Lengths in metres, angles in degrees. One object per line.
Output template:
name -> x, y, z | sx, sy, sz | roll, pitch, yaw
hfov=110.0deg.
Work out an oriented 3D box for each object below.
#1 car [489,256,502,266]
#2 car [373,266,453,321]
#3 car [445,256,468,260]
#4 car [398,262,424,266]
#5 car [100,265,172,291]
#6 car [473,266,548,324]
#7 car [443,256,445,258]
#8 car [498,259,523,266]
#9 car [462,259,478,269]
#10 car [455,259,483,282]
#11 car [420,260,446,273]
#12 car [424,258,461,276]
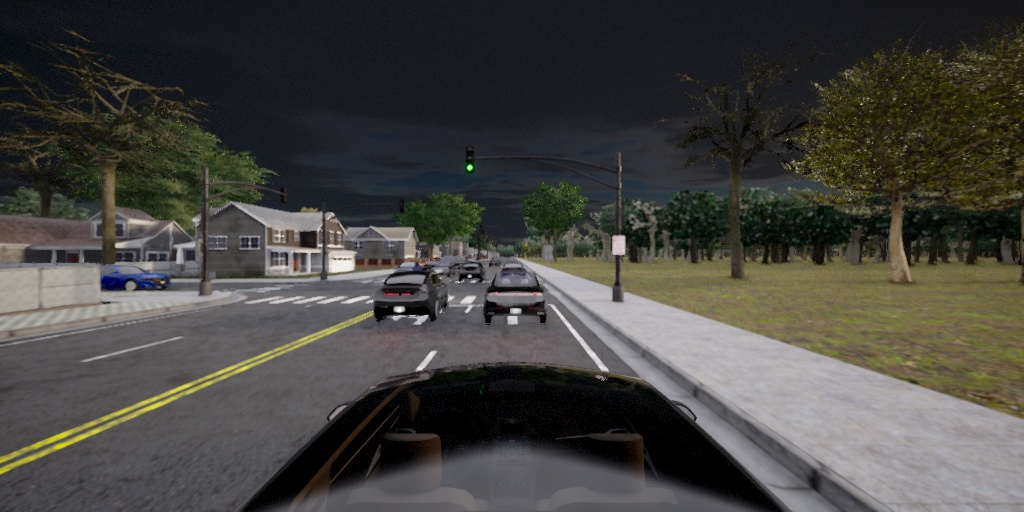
car -> -3.243, 1.222, 65.211 | 1.837, 1.490, 4.892 | 0, 0, 0
car -> -3.337, 1.255, 12.496 | 1.837, 1.490, 4.892 | 0, 0, -4
car -> -6.599, 0.955, 45.299 | 2.150, 2.045, 5.566 | 0, 0, 0
car -> -9.847, 1.268, 34.445 | 1.812, 1.442, 4.674 | 0, 0, 0
car -> -22.744, 1.259, 20.812 | 5.008, 1.535, 1.882 | 0, 0, 0
car -> 0.103, 1.242, 11.915 | 2.128, 1.511, 4.902 | 0, 0, 0
car -> -9.781, 0.946, 55.686 | 2.150, 2.045, 5.566 | 0, 0, 1
car -> 0.101, 1.224, 29.177 | 1.882, 1.535, 5.008 | 0, 0, 0
car -> -6.534, 1.203, 55.795 | 1.882, 1.535, 5.008 | 0, 0, 1
car -> -3.146, 1.251, 29.161 | 1.837, 1.490, 4.892 | 0, 0, 0
car -> -9.835, 1.281, 45.059 | 2.033, 1.411, 5.357 | 0, 0, 0
car -> -6.595, 1.234, 34.694 | 2.128, 1.511, 4.902 | 0, 0, 0
